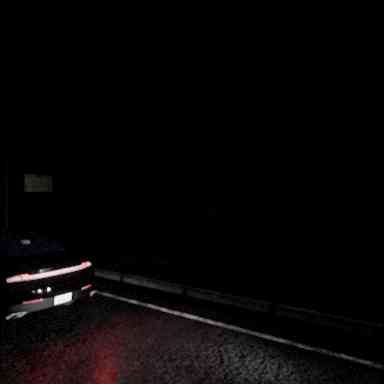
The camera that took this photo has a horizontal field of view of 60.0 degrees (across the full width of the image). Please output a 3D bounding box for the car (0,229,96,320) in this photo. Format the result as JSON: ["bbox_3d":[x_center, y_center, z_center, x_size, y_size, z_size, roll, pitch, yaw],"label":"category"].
[{"bbox_3d":[-4.032,1.527,6.854,4.902,1.511,2.128,0,0,37],"label":"car"}]
